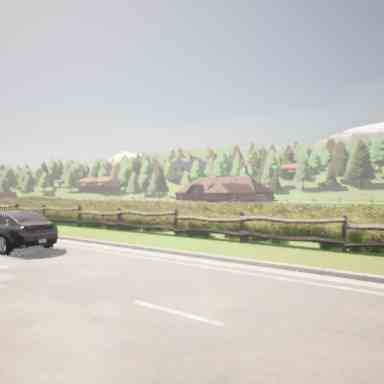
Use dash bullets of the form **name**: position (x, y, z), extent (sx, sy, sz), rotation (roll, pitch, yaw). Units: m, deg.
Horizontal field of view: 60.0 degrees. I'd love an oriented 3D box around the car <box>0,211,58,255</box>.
- **car**: position (-7.424, 1.534, 13.562), extent (4.892, 1.490, 1.837), rotation (0, 0, 36)
